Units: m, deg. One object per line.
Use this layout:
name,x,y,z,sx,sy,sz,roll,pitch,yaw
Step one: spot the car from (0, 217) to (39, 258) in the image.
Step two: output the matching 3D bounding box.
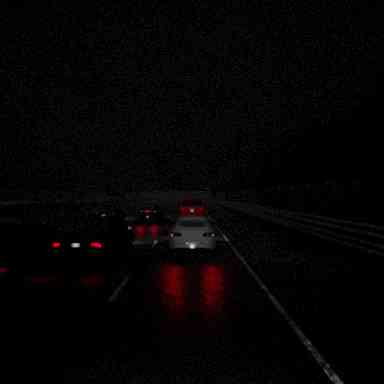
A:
car,-6.974,1.695,13.403,1.994,1.385,4.181,0,0,1

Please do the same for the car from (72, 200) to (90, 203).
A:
car,-20.970,2.202,64.435,1.895,1.301,4.718,0,-1,0

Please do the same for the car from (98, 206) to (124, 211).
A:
car,-6.967,1.838,28.488,1.994,1.385,4.181,0,0,1

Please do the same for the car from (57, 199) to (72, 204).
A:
car,-24.468,2.105,64.453,1.837,1.490,4.892,0,0,0

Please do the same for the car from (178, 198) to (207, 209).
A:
car,0.024,1.490,27.581,2.150,2.045,5.566,0,0,0

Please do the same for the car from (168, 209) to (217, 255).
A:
car,0.032,1.661,13.890,1.812,1.442,4.674,0,0,1

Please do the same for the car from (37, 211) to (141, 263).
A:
car,-3.485,1.670,12.503,2.033,1.411,5.357,0,-1,0

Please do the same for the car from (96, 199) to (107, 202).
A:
car,-17.479,2.130,64.486,1.812,1.442,4.674,0,-1,0

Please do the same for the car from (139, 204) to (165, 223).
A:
car,-3.465,1.767,28.496,2.128,1.511,4.902,0,0,0
